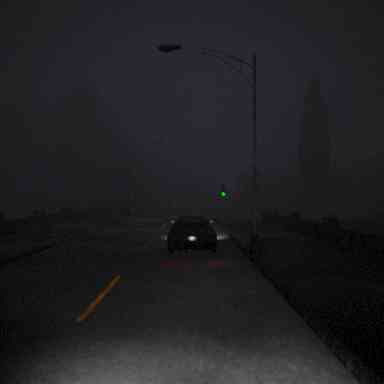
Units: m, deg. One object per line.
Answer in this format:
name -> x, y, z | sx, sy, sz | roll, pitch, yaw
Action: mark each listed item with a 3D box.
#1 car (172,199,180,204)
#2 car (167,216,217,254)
car -> -4.007, 2.357, 84.866 | 1.994, 1.385, 4.181 | 0, -1, 0
car -> 0.003, 1.700, 14.270 | 1.994, 1.385, 4.181 | 0, -1, 0
